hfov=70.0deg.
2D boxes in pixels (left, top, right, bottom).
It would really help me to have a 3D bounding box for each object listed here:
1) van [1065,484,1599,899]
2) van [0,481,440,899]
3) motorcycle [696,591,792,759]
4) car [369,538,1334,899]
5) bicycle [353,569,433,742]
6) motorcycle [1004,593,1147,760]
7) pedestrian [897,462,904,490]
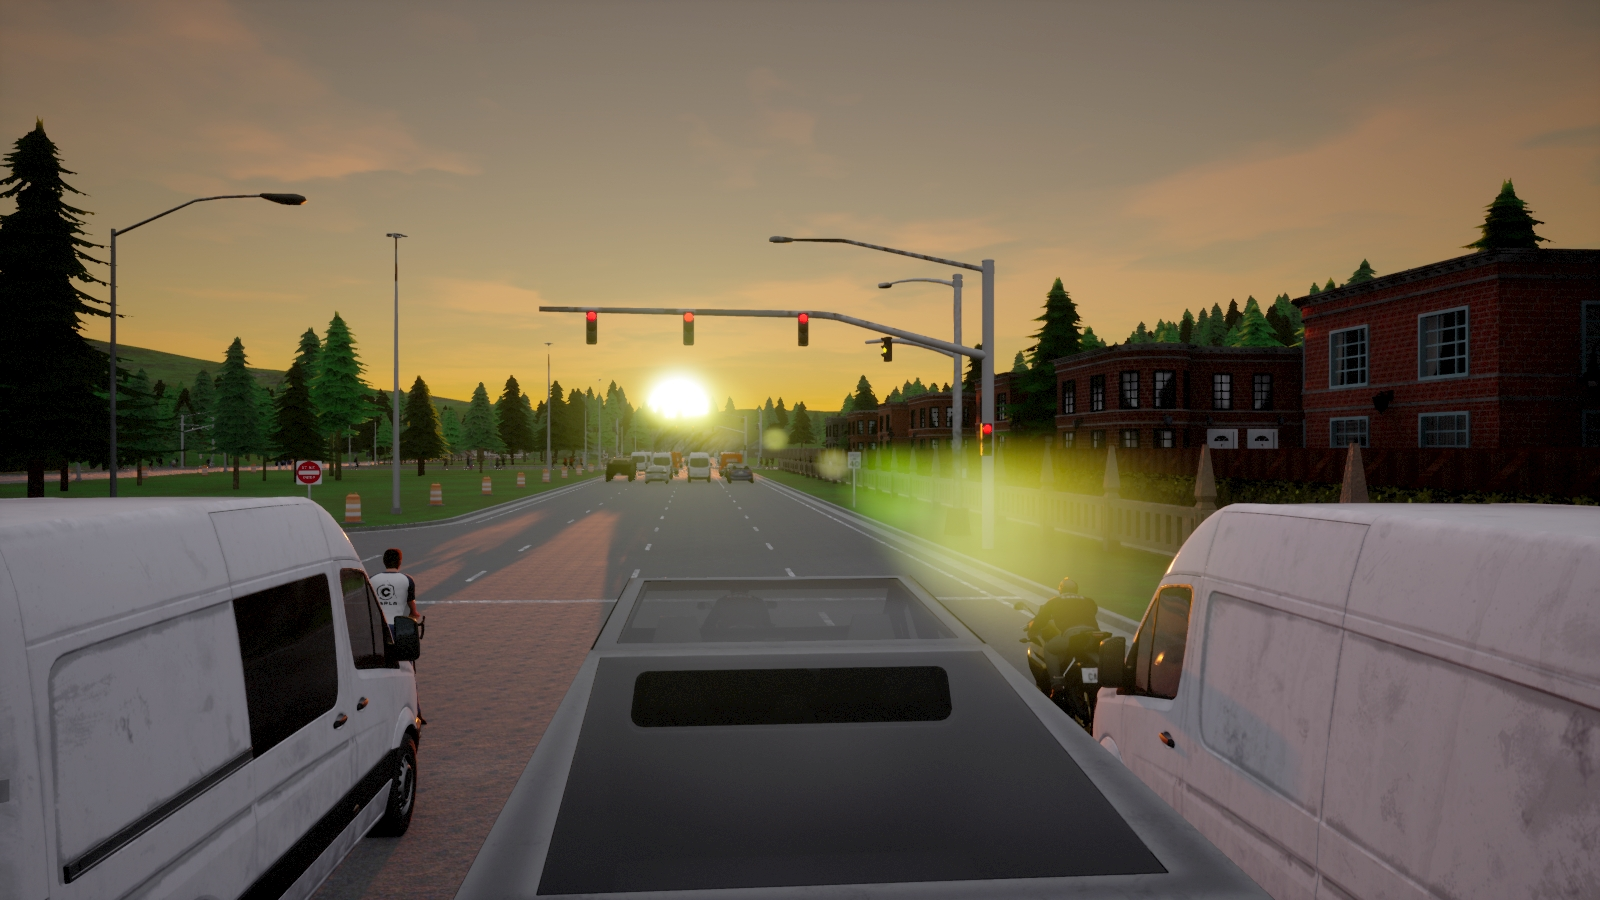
[{"bbox_3d":[3.020,1.534,5.590,1.988,2.561,5.915,0,0,-1],"label":"van"},{"bbox_3d":[-3.677,1.534,6.378,1.988,2.561,5.915,0,0,-5],"label":"van"},{"bbox_3d":[-0.613,2.205,11.622,0.867,1.251,2.209,0,0,-6],"label":"motorcycle"},{"bbox_3d":[-0.117,1.754,5.929,2.390,2.098,6.274,0,0,-5],"label":"car"},{"bbox_3d":[-4.173,2.056,11.794,0.373,1.496,1.643,0,0,-5],"label":"bicycle"},{"bbox_3d":[2.714,2.205,11.543,0.867,1.251,2.209,0,0,-2],"label":"motorcycle"},{"bbox_3d":[6.699,1.698,76.128,0.375,1.860,0.375,0,0,-5],"label":"pedestrian"}]
